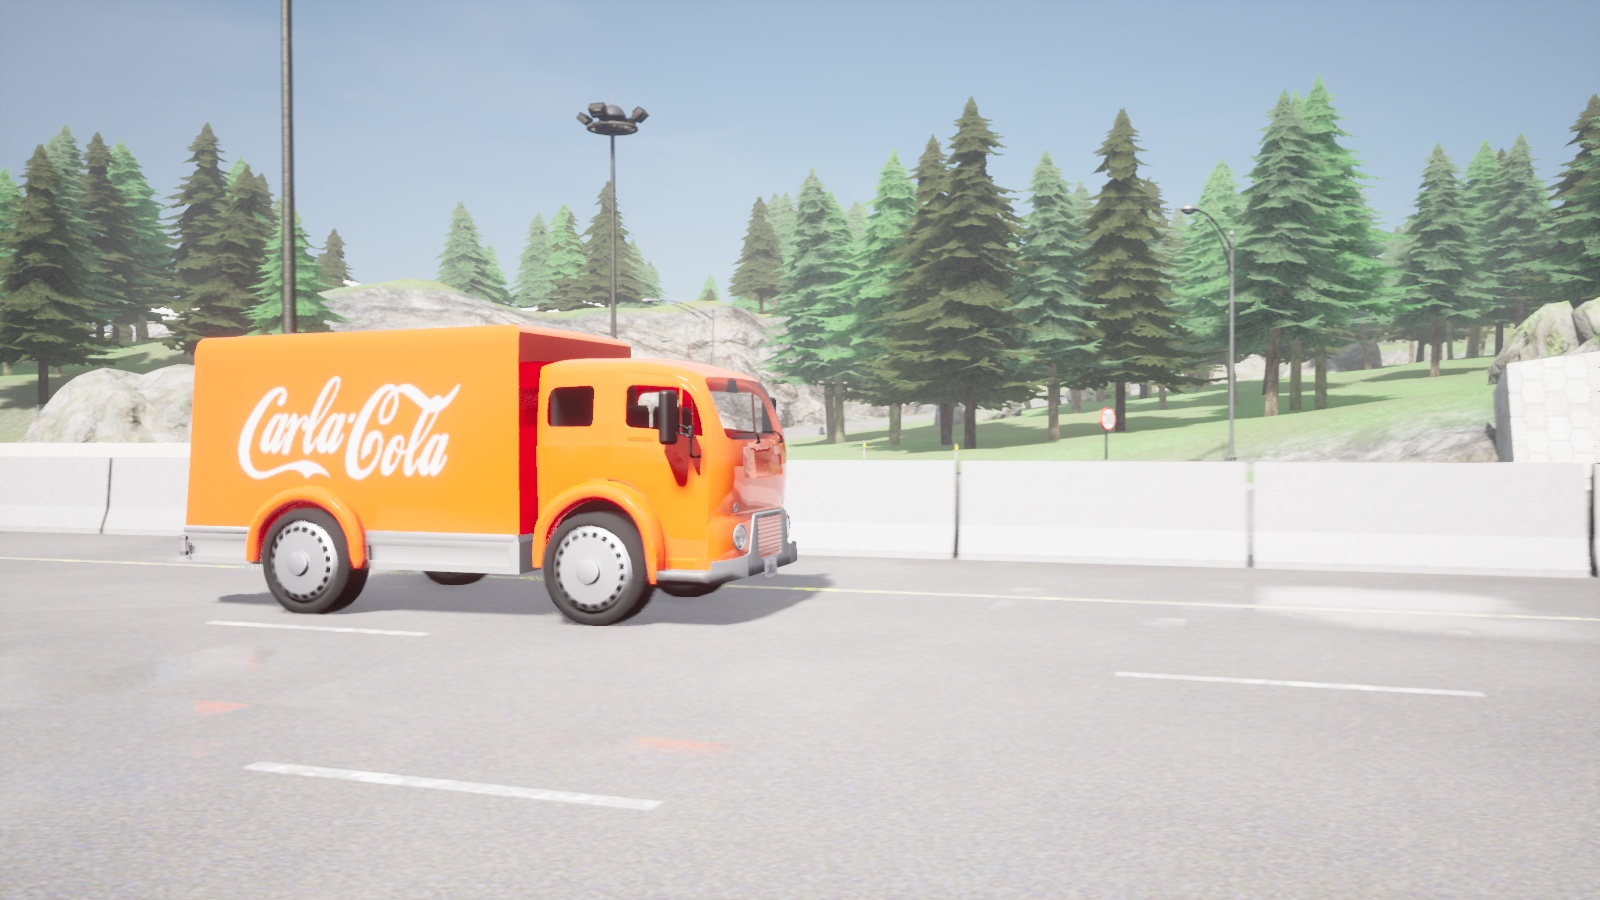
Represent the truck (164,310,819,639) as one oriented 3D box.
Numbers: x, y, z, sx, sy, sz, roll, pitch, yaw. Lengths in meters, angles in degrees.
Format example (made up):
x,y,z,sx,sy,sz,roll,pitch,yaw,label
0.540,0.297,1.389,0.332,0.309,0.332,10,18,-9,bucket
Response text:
x,y,z,sx,sy,sz,roll,pitch,yaw,label
-2.713,0.146,11.484,5.204,2.467,2.627,1,1,19,truck
